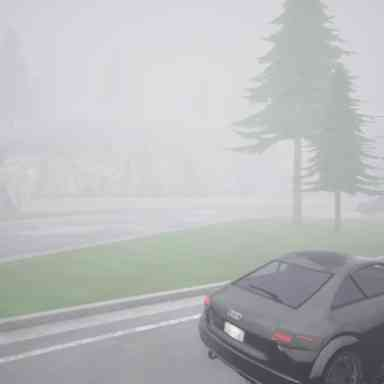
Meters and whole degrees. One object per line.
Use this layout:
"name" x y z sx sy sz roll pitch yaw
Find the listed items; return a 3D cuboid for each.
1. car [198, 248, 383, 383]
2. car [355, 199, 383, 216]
"car" 2.172 1.554 4.814 4.181 1.385 1.994 0 0 -32
"car" 17.972 1.226 30.223 5.566 2.045 2.150 1 0 43
